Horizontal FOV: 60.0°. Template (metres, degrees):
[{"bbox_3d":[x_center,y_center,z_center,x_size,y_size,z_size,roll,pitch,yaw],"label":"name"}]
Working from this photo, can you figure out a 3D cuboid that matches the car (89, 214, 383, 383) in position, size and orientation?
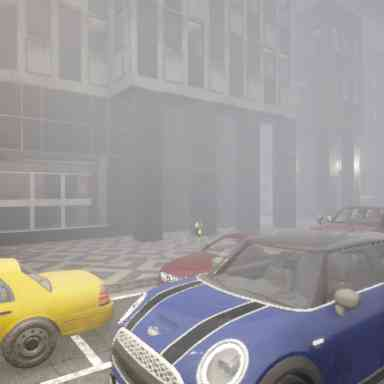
[{"bbox_3d":[1.305,1.352,4.306,4.553,1.767,2.097,0,0,-35],"label":"car"}]

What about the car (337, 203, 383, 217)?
[{"bbox_3d":[5.798,1.314,10.779,5.009,1.841,2.192,0,0,-35],"label":"car"}]

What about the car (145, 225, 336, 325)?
[{"bbox_3d":[1.235,1.582,7.528,4.206,1.307,1.802,0,0,-35],"label":"car"}]

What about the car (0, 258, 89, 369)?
[{"bbox_3d":[-3.466,1.525,4.180,4.829,1.417,1.752,0,0,-35],"label":"car"}]
